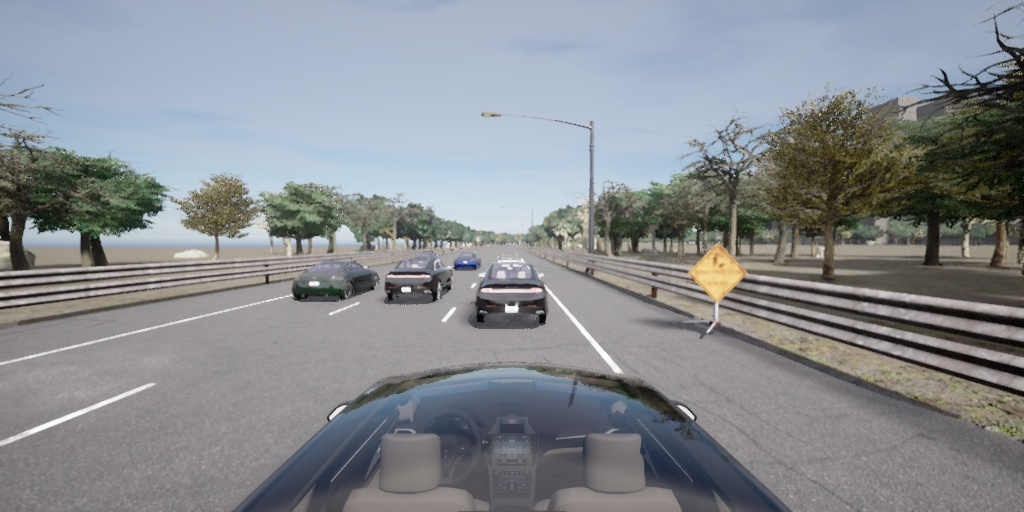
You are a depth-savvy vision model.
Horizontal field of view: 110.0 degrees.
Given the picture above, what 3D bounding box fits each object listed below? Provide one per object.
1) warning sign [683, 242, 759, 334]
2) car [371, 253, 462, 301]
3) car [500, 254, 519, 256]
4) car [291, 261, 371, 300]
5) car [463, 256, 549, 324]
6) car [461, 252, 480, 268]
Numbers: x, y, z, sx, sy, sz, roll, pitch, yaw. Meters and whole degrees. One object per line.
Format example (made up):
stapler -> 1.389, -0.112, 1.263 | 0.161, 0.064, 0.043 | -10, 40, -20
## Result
warning sign -> 4.493, 0.652, 7.914 | 1.300, 1.860, 1.060 | 0, 0, -1
car -> -3.535, 0.820, 14.347 | 2.128, 1.511, 4.902 | 0, 2, 0
car -> -0.168, 0.474, 27.985 | 1.895, 1.301, 4.718 | 0, 2, 0
car -> -7.038, 0.883, 14.732 | 1.994, 1.385, 4.181 | 0, 2, 0
car -> -0.016, 0.940, 10.678 | 2.128, 1.511, 4.902 | 0, 2, 0
car -> -3.683, 0.370, 30.112 | 1.994, 1.385, 4.181 | 0, 2, 0
